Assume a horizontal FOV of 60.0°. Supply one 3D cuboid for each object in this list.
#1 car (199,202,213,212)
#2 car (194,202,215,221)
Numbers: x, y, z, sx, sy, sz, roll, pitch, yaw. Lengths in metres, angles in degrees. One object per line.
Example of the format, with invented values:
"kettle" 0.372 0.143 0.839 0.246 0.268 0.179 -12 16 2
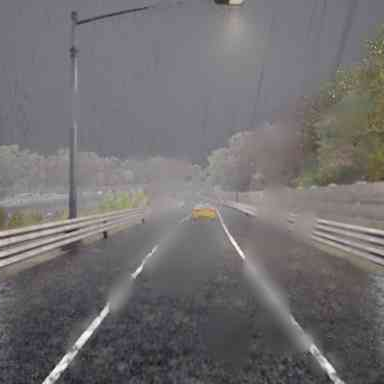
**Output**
"car" 2.356 2.335 53.239 2.033 1.411 5.357 0 -1 4
"car" 1.242 1.962 32.724 1.882 1.535 5.008 0 -1 3
